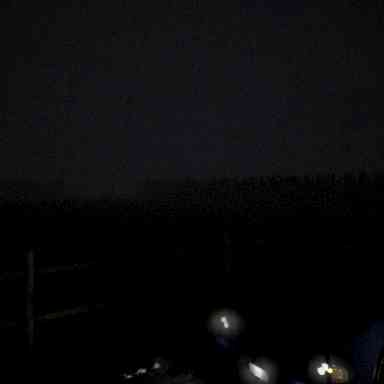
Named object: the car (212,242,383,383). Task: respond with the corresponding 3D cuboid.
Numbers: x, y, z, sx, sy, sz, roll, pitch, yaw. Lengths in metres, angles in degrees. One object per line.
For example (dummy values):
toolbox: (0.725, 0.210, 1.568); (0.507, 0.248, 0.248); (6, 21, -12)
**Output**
car: (2.882, 1.554, 5.126); (5.357, 1.411, 2.033); (0, 0, -35)
